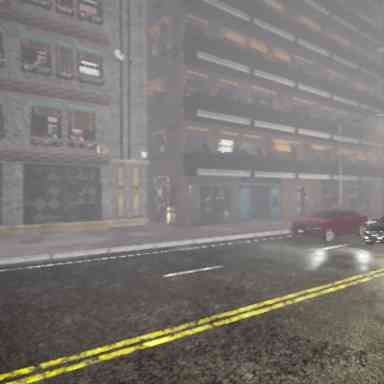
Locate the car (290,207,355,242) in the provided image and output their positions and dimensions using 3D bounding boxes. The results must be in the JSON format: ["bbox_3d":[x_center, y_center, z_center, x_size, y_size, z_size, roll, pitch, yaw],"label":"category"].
[{"bbox_3d":[7.048,1.550,16.932,5.008,1.535,1.882,0,0,-37],"label":"car"}]

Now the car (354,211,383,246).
[{"bbox_3d":[9.378,1.572,14.614,4.892,1.490,1.837,0,0,-37],"label":"car"}]
